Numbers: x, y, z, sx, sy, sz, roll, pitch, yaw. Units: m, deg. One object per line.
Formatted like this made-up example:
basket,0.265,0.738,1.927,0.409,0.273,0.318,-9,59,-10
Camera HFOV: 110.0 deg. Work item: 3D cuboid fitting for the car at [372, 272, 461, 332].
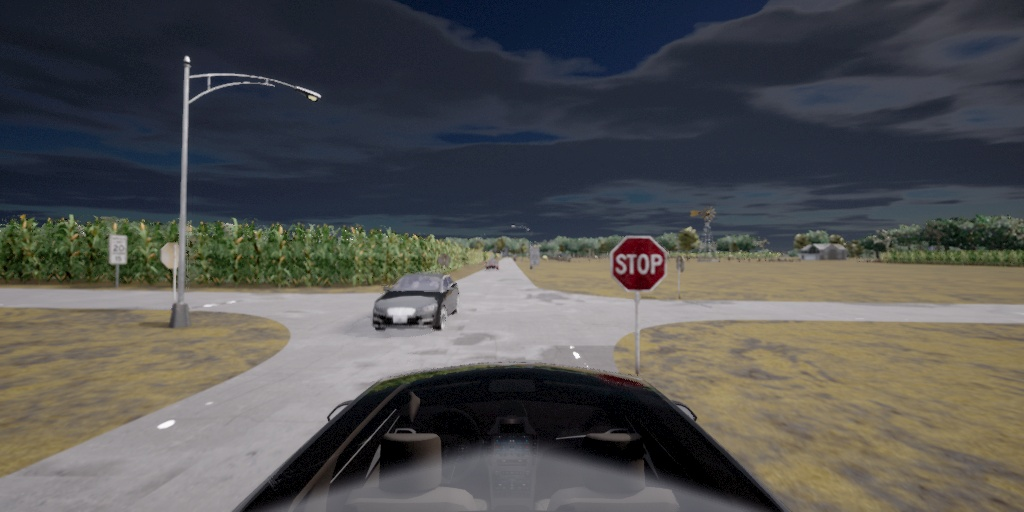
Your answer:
car,-2.801,1.304,11.387,2.128,1.511,4.902,0,0,0

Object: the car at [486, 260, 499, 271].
car,-3.141,1.410,58.302,2.097,1.767,4.553,0,0,0
